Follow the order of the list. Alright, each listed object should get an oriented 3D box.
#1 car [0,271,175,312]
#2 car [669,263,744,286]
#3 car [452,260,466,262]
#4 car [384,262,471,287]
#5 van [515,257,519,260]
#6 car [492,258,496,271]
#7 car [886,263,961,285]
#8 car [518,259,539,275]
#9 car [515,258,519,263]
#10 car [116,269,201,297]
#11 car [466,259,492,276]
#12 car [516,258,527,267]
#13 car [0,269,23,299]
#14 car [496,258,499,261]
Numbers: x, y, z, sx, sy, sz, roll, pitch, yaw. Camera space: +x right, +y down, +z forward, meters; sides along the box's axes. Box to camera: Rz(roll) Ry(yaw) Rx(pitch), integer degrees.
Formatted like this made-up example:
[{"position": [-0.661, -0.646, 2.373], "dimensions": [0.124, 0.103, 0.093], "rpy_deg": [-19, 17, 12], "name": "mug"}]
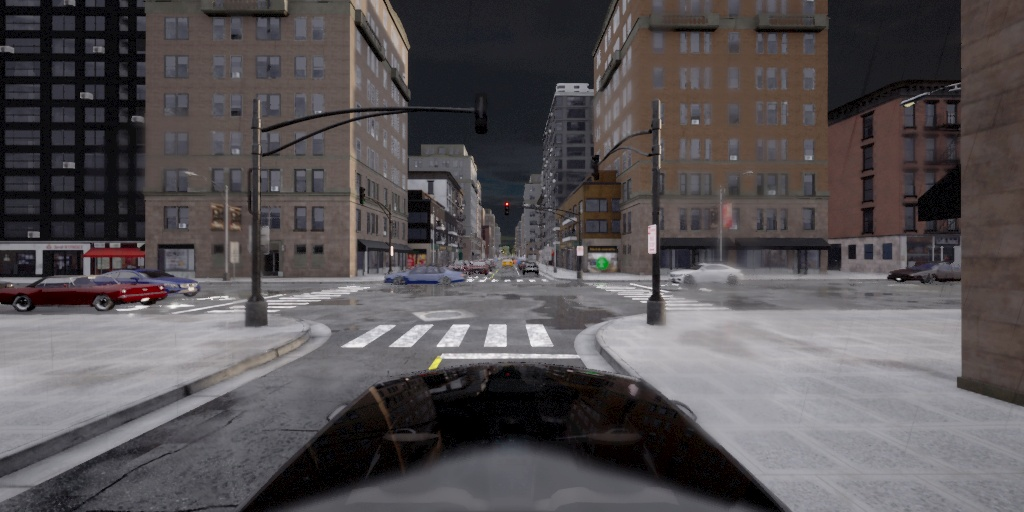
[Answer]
[{"position": [-16.565, 1.401, 14.018], "dimensions": [4.718, 1.301, 1.895], "rpy_deg": [0, 0, -1], "name": "car"}, {"position": [13.125, 1.226, 24.332], "dimensions": [4.674, 1.442, 1.812], "rpy_deg": [0, 0, -1], "name": "car"}, {"position": [-6.001, 1.229, 39.664], "dimensions": [1.967, 1.591, 4.097], "rpy_deg": [0, 0, 0], "name": "car"}, {"position": [-5.713, 1.313, 24.101], "dimensions": [5.357, 1.411, 2.033], "rpy_deg": [0, 0, -1], "name": "car"}, {"position": [1.869, 1.173, 61.763], "dimensions": [1.690, 1.789, 3.998], "rpy_deg": [0, 0, 0], "name": "van"}, {"position": [-3.515, 1.308, 47.451], "dimensions": [1.837, 1.490, 4.892], "rpy_deg": [0, 0, 0], "name": "car"}, {"position": [29.075, 1.181, 24.523], "dimensions": [5.357, 1.411, 2.033], "rpy_deg": [0, 0, -1], "name": "car"}, {"position": [2.024, 1.355, 39.720], "dimensions": [1.948, 1.339, 4.313], "rpy_deg": [0, 0, 0], "name": "car"}, {"position": [1.908, 1.386, 56.253], "dimensions": [1.948, 1.339, 4.313], "rpy_deg": [0, 0, 0], "name": "car"}, {"position": [-17.737, 1.337, 17.247], "dimensions": [4.674, 1.442, 1.812], "rpy_deg": [0, 0, 1], "name": "car"}, {"position": [-3.451, 1.264, 37.858], "dimensions": [1.882, 1.535, 5.008], "rpy_deg": [0, 0, 0], "name": "car"}, {"position": [1.947, 1.391, 50.743], "dimensions": [1.802, 1.307, 4.207], "rpy_deg": [0, 0, 0], "name": "car"}, {"position": [-27.462, 1.397, 17.133], "dimensions": [5.357, 1.411, 2.033], "rpy_deg": [0, 0, -1], "name": "car"}, {"position": [-3.576, 1.424, 57.591], "dimensions": [1.895, 1.301, 4.718], "rpy_deg": [0, 0, 0], "name": "car"}]
